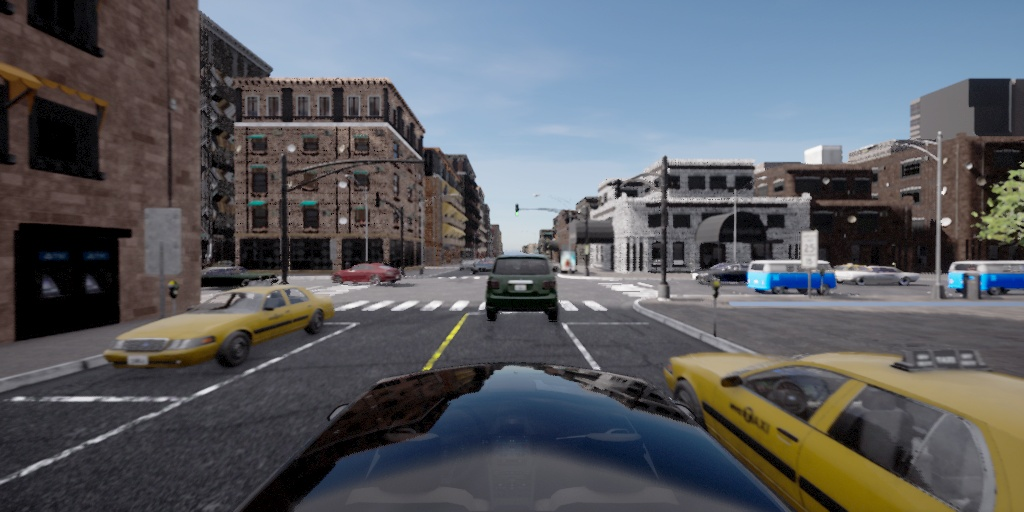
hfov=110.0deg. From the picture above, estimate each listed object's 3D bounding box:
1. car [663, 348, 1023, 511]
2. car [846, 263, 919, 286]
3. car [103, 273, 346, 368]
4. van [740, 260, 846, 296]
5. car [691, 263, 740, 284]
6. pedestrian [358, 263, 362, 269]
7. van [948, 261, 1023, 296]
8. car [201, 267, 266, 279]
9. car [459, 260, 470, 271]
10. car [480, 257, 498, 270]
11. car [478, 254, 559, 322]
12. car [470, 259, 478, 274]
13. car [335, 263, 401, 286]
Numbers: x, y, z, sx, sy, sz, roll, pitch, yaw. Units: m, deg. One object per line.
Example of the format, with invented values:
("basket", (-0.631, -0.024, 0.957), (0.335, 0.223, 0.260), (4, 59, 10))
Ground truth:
("car", (2.690, 1.274, 2.517), (1.751, 1.417, 4.829), (0, 0, 0))
("car", (24.746, 1.346, 24.696), (4.718, 1.301, 1.895), (0, 1, 0))
("car", (-5.696, 1.260, 7.870), (1.751, 1.417, 4.829), (0, 0, 0))
("van", (14.640, 1.115, 18.825), (3.998, 1.789, 1.690), (0, 0, 0))
("car", (14.905, 1.211, 24.624), (4.902, 1.511, 2.128), (0, 1, -2))
("pedestrian", (-12.657, 1.132, 29.914), (0.500, 1.100, 0.500), (0, 0, 0))
("van", (25.683, 1.144, 18.918), (3.998, 1.789, 1.690), (0, 0, 0))
("car", (-16.499, 1.289, 21.146), (4.718, 1.301, 1.895), (0, 1, -1))
("car", (-5.733, 1.207, 46.191), (2.007, 1.370, 4.403), (0, 0, 0))
("car", (-3.108, 1.004, 49.257), (2.097, 1.767, 4.553), (0, 0, 0))
("car", (0.439, 0.945, 12.431), (2.150, 2.045, 5.566), (0, 0, 4))
("car", (-3.130, 1.231, 39.088), (1.994, 1.385, 4.181), (0, 0, 0))
("car", (-9.699, 1.199, 23.939), (4.674, 1.442, 1.812), (0, 0, 15))
